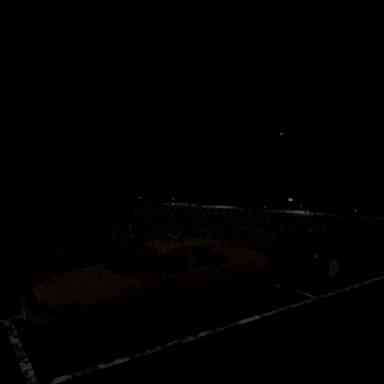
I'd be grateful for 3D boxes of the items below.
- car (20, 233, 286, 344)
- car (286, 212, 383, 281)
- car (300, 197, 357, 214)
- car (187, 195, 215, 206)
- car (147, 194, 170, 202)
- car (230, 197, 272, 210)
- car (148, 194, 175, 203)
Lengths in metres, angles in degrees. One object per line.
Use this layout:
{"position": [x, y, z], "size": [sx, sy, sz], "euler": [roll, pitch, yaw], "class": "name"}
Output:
{"position": [-0.540, 1.509, 6.361], "size": [4.829, 1.417, 1.752], "euler": [0, 1, -35], "class": "car"}
{"position": [4.191, 1.499, 9.707], "size": [4.507, 1.381, 1.887], "euler": [0, 1, -35], "class": "car"}
{"position": [11.596, 1.204, 28.340], "size": [2.128, 1.511, 4.902], "euler": [0, 0, -35], "class": "car"}
{"position": [1.100, 1.110, 43.386], "size": [1.994, 1.385, 4.181], "euler": [0, 0, -35], "class": "car"}
{"position": [-6.015, 1.005, 59.129], "size": [1.895, 1.301, 4.718], "euler": [0, 0, -35], "class": "car"}
{"position": [6.290, 1.229, 35.939], "size": [1.895, 1.301, 4.718], "euler": [0, 0, -35], "class": "car"}
{"position": [-4.568, 1.055, 51.544], "size": [1.895, 1.301, 4.718], "euler": [0, 0, -35], "class": "car"}
